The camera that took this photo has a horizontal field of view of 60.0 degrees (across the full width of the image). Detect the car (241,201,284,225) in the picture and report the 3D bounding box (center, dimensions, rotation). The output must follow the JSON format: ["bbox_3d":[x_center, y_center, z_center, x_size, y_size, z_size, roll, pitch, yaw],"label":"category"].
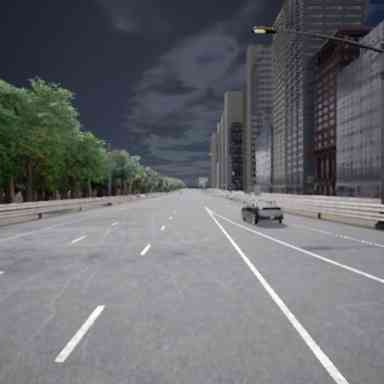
[{"bbox_3d":[4.670,1.342,22.683,2.128,1.511,4.902,0,0,-5],"label":"car"}]
